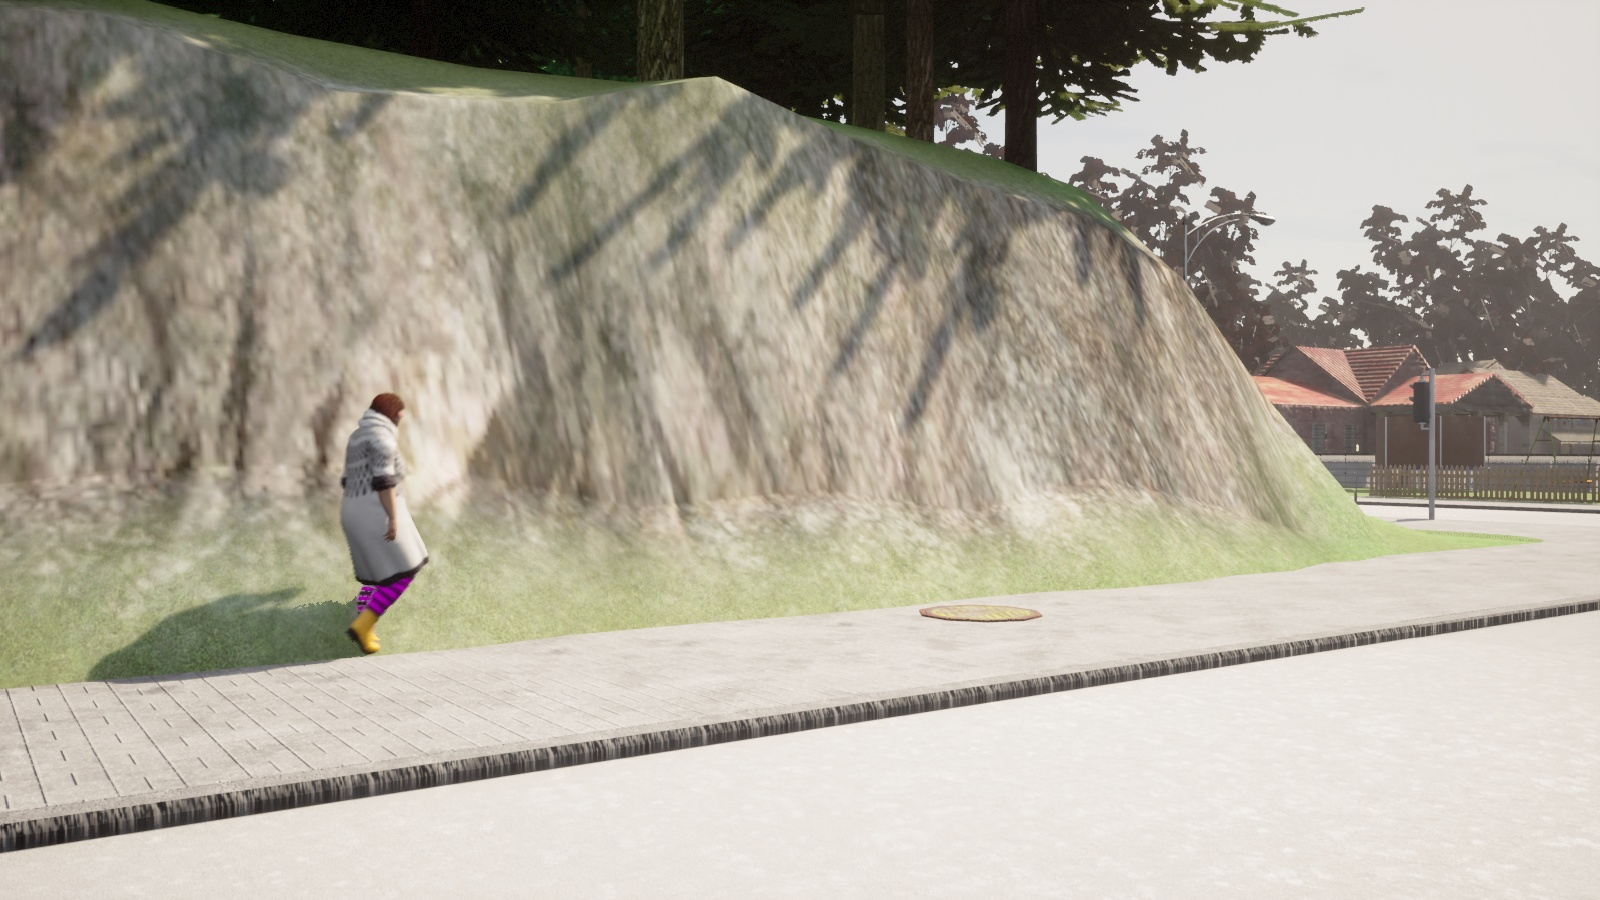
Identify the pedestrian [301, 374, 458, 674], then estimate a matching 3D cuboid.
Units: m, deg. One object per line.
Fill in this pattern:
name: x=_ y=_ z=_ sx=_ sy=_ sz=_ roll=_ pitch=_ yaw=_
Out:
pedestrian: x=-2.905 y=0.482 z=8.674 sx=0.873 sy=1.952 sz=0.659 roll=0 pitch=0 yaw=-35
